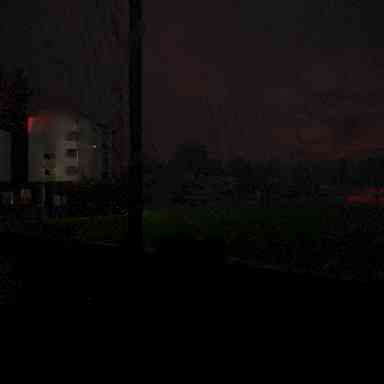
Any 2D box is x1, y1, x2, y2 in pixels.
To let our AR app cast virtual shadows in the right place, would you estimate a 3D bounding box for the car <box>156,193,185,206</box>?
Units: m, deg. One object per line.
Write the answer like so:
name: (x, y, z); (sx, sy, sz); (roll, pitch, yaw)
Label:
car: (-3.433, 1.161, 53.801); (2.150, 2.045, 5.566); (0, 0, 36)
